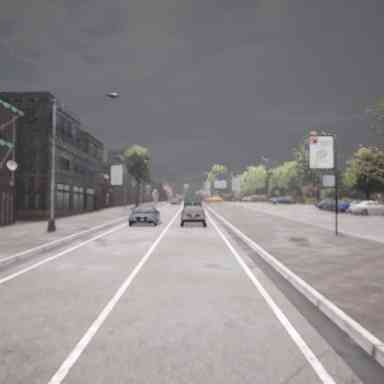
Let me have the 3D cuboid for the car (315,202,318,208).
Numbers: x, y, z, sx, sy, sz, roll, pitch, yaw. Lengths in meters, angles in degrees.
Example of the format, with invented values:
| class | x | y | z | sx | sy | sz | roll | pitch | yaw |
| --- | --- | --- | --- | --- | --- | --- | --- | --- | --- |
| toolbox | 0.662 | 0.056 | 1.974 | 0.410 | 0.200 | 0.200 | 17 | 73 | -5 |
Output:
| class | x | y | z | sx | sy | sz | roll | pitch | yaw |
| --- | --- | --- | --- | --- | --- | --- | --- | --- | --- |
| car | 18.692 | 1.722 | 44.063 | 4.674 | 1.452 | 2.002 | 0 | 0 | 0 |

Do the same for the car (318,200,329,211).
| class | x | y | z | sx | sy | sz | roll | pitch | yaw |
| --- | --- | --- | --- | --- | --- | --- | --- | --- | --- |
| car | 18.688 | 1.666 | 40.788 | 4.892 | 1.521 | 2.231 | 0 | 0 | 0 |

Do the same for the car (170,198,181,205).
| class | x | y | z | sx | sy | sz | roll | pitch | yaw |
| --- | --- | --- | --- | --- | --- | --- | --- | --- | --- |
| car | -3.278 | 1.912 | 66.292 | 1.994 | 1.385 | 4.181 | 0 | 0 | 0 |

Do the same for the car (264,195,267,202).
| class | x | y | z | sx | sy | sz | roll | pitch | yaw |
| --- | --- | --- | --- | --- | --- | --- | --- | --- | --- |
| car | 18.665 | 1.869 | 71.569 | 4.674 | 1.452 | 2.002 | 0 | 0 | 0 |

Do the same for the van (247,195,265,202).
| class | x | y | z | sx | sy | sz | roll | pitch | yaw |
| --- | --- | --- | --- | --- | --- | --- | --- | --- | --- |
| van | 18.406 | 1.856 | 92.366 | 4.442 | 1.987 | 1.878 | 0 | -1 | 0 |

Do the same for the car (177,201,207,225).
| class | x | y | z | sx | sy | sz | roll | pitch | yaw |
| --- | --- | --- | --- | --- | --- | --- | --- | --- | --- |
| car | 0.092 | 1.672 | 24.929 | 2.033 | 1.411 | 5.357 | 0 | 0 | 0 |

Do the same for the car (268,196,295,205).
| class | x | y | z | sx | sy | sz | roll | pitch | yaw |
| --- | --- | --- | --- | --- | --- | --- | --- | --- | --- |
| car | 18.737 | 1.685 | 68.400 | 4.553 | 1.767 | 2.185 | 0 | 0 | 0 |

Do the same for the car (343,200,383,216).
| class | x | y | z | sx | sy | sz | roll | pitch | yaw |
| --- | --- | --- | --- | --- | --- | --- | --- | --- | --- |
| car | 18.689 | 1.671 | 34.366 | 4.674 | 1.452 | 2.002 | 0 | 0 | 0 |

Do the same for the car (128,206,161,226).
| class | x | y | z | sx | sy | sz | roll | pitch | yaw |
| --- | --- | --- | --- | --- | --- | --- | --- | --- | --- |
| car | -3.357 | 1.685 | 24.195 | 1.994 | 1.385 | 4.181 | 0 | 0 | 0 |

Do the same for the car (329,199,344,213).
| class | x | y | z | sx | sy | sz | roll | pitch | yaw |
| --- | --- | --- | --- | --- | --- | --- | --- | --- | --- |
| car | 18.698 | 1.648 | 37.514 | 5.008 | 1.535 | 2.097 | 0 | 0 | 0 |

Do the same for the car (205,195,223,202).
| class | x | y | z | sx | sy | sz | roll | pitch | yaw |
| --- | --- | --- | --- | --- | --- | --- | --- | --- | --- |
| car | 6.065 | 2.089 | 92.906 | 5.366 | 1.575 | 1.946 | 0 | -1 | 0 |

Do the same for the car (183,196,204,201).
| class | x | y | z | sx | sy | sz | roll | pitch | yaw |
| --- | --- | --- | --- | --- | --- | --- | --- | --- | --- |
| car | 0.090 | 1.431 | 39.712 | 2.150 | 2.045 | 5.566 | 0 | 0 | 0 |
